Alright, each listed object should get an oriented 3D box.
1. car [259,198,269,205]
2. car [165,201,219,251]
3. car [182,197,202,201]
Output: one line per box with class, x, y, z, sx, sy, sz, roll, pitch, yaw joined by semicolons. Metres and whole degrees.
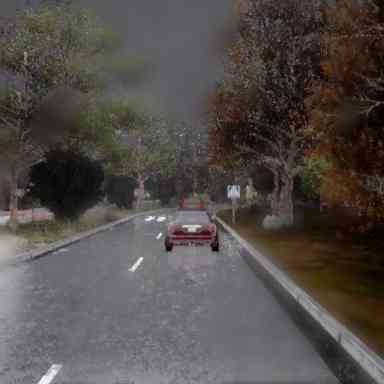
car;16.791;2.090;72.495;2.033;1.411;5.357;-1;-1;43
car;0.000;1.445;14.627;2.097;1.767;4.553;0;0;0
car;0.001;1.446;29.690;2.150;2.045;5.566;0;0;0
